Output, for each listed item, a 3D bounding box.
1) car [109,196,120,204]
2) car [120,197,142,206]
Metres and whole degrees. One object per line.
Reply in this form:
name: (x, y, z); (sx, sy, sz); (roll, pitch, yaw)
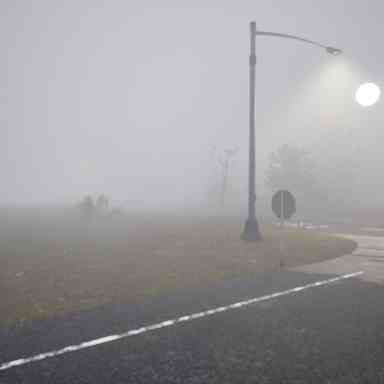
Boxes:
car: (-14.296, 1.551, 62.432); (1.812, 1.442, 4.674); (1, 0, -34)
car: (-10.017, 1.564, 56.142); (1.812, 1.442, 4.674); (1, 0, -33)
